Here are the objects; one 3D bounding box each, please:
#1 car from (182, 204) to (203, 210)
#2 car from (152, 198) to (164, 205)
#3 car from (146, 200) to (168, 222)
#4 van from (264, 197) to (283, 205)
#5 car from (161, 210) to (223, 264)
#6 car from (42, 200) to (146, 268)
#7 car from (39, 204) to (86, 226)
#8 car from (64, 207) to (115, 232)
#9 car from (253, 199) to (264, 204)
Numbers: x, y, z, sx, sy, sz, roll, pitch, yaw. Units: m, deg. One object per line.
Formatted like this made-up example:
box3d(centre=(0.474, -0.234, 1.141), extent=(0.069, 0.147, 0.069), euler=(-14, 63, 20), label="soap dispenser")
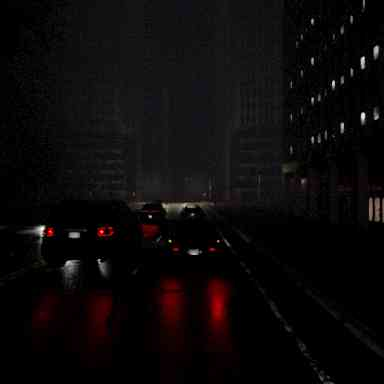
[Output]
box3d(centre=(0.048, 1.733, 28.181), extent=(1.994, 1.385, 4.181), euler=(0, 0, 0), label="car")
box3d(centre=(-6.587, 1.740, 64.362), extent=(1.895, 1.301, 4.718), euler=(0, -1, 0), label="car")
box3d(centre=(-3.201, 1.672, 27.990), extent=(1.837, 1.490, 4.892), euler=(0, 0, 0), label="car")
box3d(centre=(18.262, 1.929, 71.533), extent=(3.998, 1.788, 1.690), euler=(0, -1, 2), label="van")
box3d(centre=(0.065, 1.587, 11.918), extent=(1.812, 1.442, 4.674), euler=(0, 0, 0), label="car")
box3d(centre=(-3.183, 1.280, 11.653), extent=(2.150, 2.045, 5.566), euler=(0, 0, 0), label="car")
box3d(centre=(-9.884, 1.715, 25.686), extent=(1.994, 1.385, 4.181), euler=(0, 0, 0), label="car")
box3d(centre=(-6.629, 1.726, 22.108), extent=(1.895, 1.301, 4.718), euler=(0, 0, 0), label="car")
box3d(centre=(16.980, 2.183, 79.701), extent=(4.829, 1.417, 1.752), euler=(0, -1, 2), label="car")
